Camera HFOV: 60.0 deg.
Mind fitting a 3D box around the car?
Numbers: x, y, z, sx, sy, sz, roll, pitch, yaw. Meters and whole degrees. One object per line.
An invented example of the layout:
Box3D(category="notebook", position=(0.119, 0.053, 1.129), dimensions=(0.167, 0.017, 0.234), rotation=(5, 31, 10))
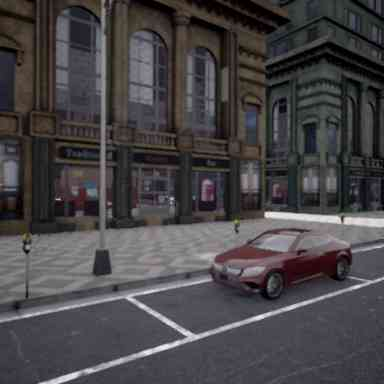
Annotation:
Box3D(category="car", position=(2.390, 1.587, 8.355), dimensions=(4.206, 1.307, 1.802), rotation=(0, 0, -36))
